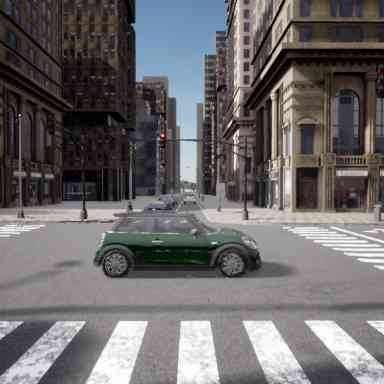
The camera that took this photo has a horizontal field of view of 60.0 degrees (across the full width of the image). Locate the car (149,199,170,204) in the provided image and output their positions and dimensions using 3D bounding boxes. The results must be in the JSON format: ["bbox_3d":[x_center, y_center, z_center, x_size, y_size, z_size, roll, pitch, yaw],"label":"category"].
[{"bbox_3d":[-3.375,1.593,31.547,1.895,1.301,4.718,0,0,-1],"label":"car"}]

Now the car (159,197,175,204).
[{"bbox_3d":[-3.455,1.495,40.877,1.837,1.490,4.892,0,0,-1],"label":"car"}]

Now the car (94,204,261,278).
[{"bbox_3d":[-0.368,1.348,9.609,4.553,1.767,2.097,0,0,0],"label":"car"}]

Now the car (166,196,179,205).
[{"bbox_3d":[-3.562,1.534,60.884,2.033,1.411,5.357,0,0,0],"label":"car"}]

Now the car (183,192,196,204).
[{"bbox_3d":[-0.421,1.208,62.379,2.150,2.045,5.566,0,0,0],"label":"car"}]

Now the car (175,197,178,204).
[{"bbox_3d":[-3.518,1.514,50.207,1.812,1.442,4.674,0,0,-1],"label":"car"}]
